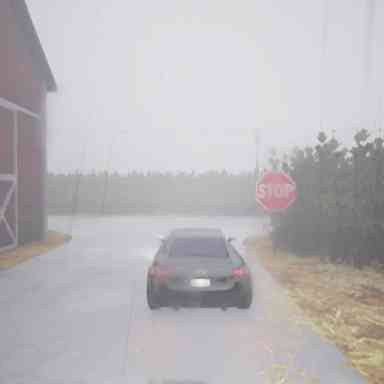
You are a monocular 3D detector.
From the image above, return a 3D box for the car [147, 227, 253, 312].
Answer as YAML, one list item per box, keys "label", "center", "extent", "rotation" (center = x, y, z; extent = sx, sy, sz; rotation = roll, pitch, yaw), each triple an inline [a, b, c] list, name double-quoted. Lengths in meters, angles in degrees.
- label: "car"
  center: [0.116, 1.500, 7.704]
  extent: [1.994, 1.385, 4.181]
  rotation: [0, 1, -1]
